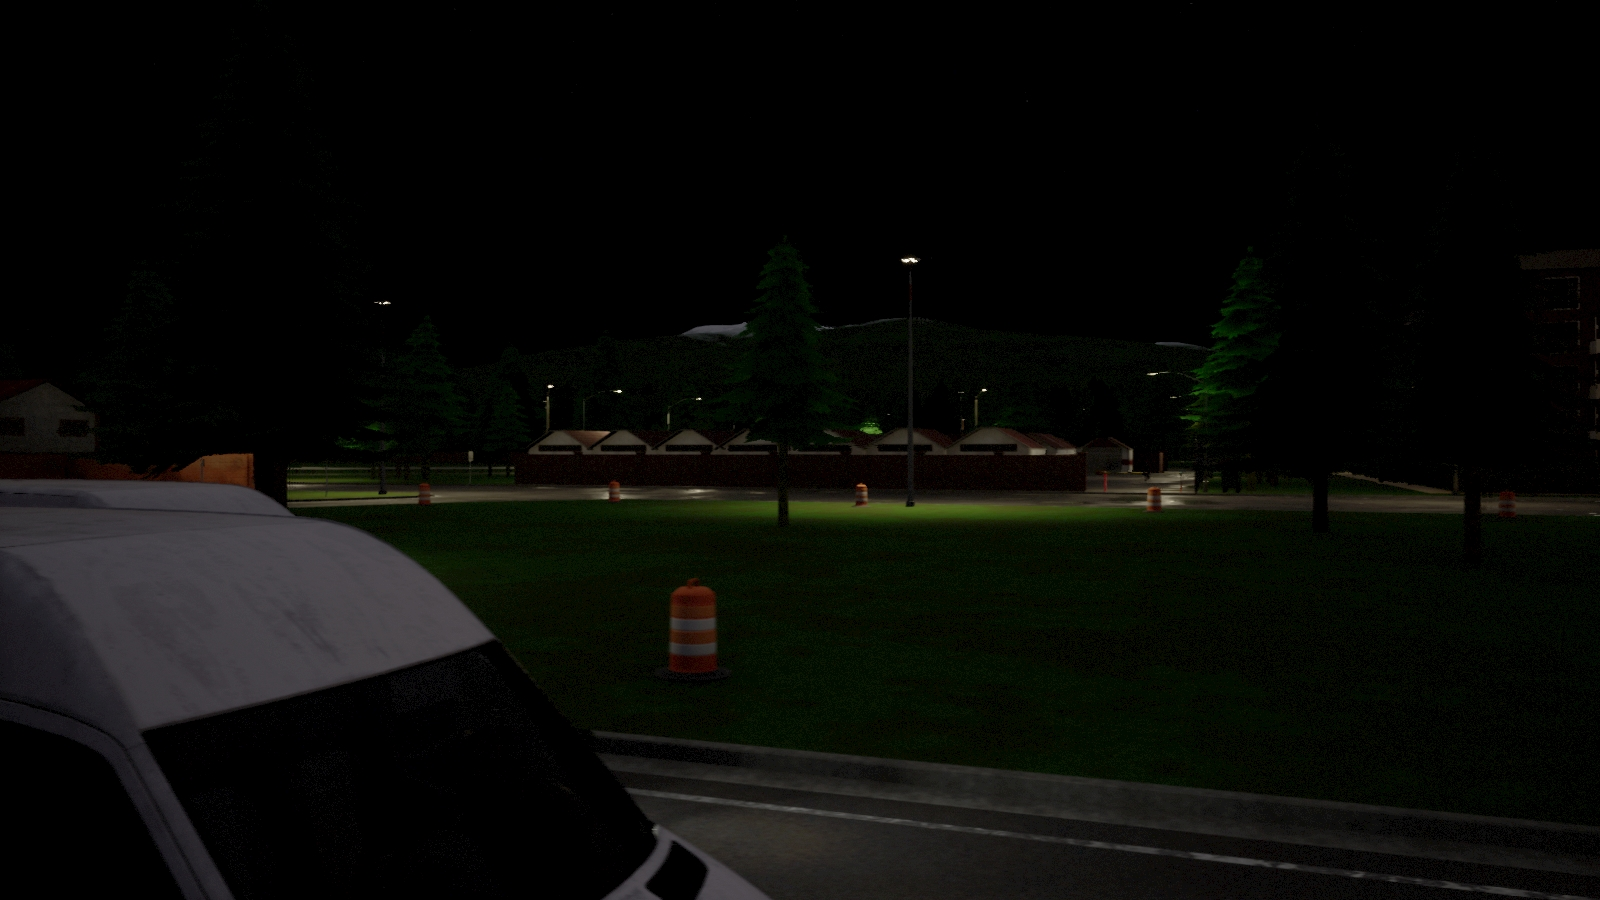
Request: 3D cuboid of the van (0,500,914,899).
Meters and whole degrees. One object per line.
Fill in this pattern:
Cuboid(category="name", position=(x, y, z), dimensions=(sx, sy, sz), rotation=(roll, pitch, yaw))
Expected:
Cuboid(category="van", position=(-2.701, 1.535, 4.286), dimensions=(5.915, 2.561, 1.988), rotation=(0, 0, 20))
